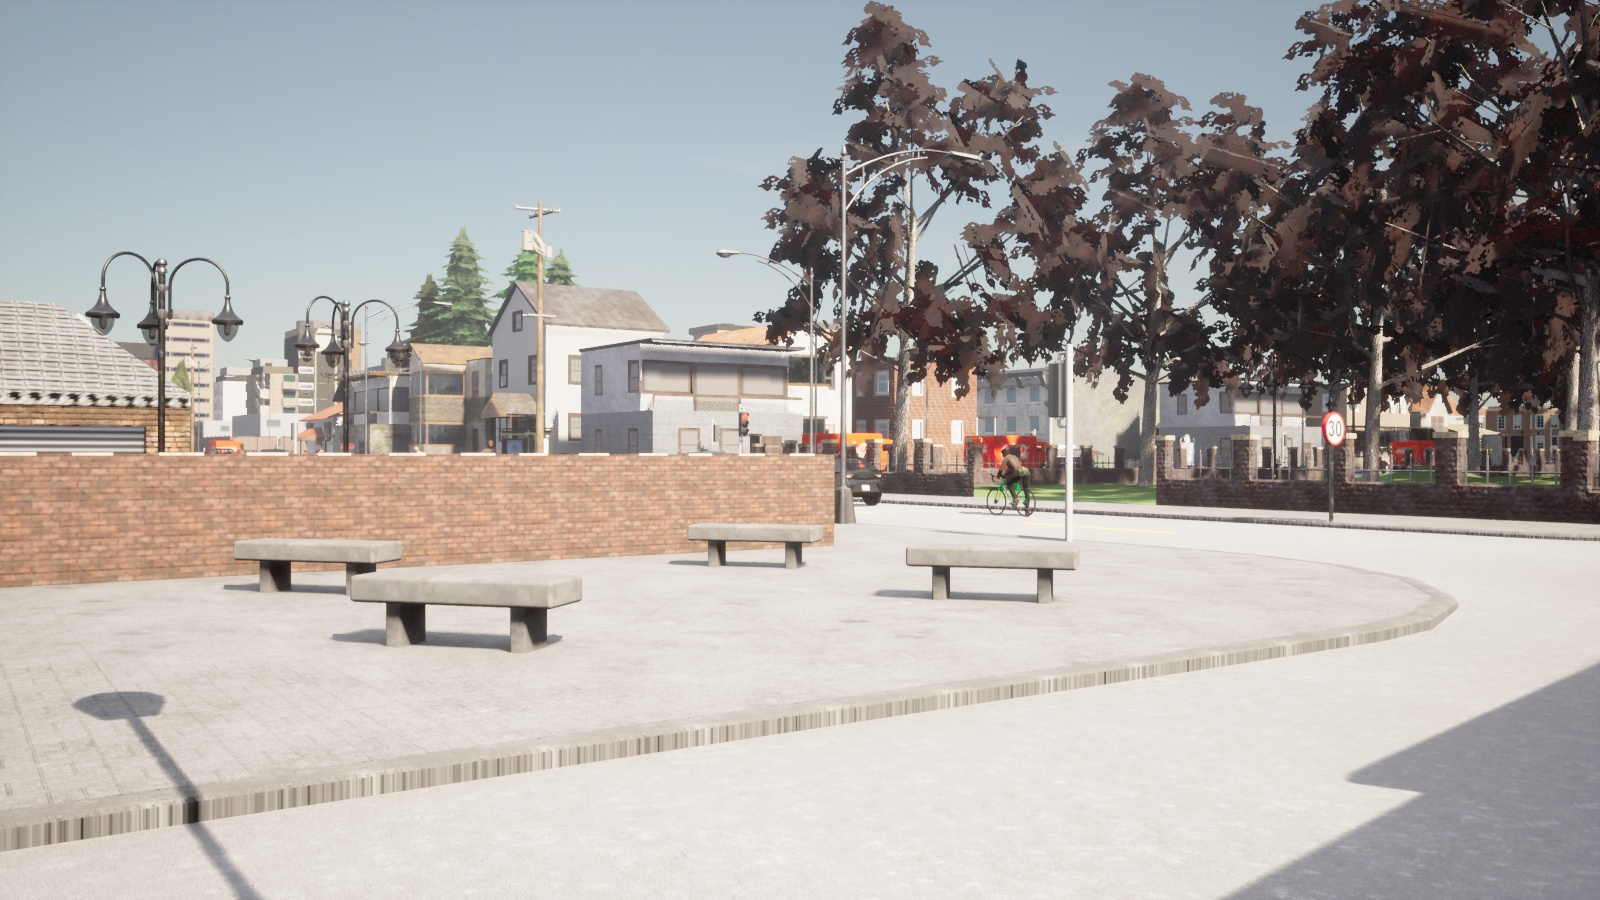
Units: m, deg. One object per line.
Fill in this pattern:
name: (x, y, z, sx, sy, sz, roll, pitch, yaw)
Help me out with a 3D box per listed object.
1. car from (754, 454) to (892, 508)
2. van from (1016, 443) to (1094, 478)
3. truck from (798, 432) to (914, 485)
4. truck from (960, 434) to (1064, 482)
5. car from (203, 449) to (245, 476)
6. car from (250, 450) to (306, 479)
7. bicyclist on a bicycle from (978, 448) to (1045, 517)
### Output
car: (0.603, 0.846, 36.427, 1.816, 1.474, 4.193, 0, 0, -36)
van: (15.226, 0.619, 74.875, 4.480, 2.038, 2.069, 0, 0, -35)
truck: (2.738, 0.402, 61.153, 5.204, 2.467, 2.627, 0, 0, -39)
truck: (11.362, 0.398, 67.218, 5.204, 2.467, 2.627, 0, 0, -38)
car: (-40.874, 0.866, 89.074, 1.932, 1.855, 4.605, 0, 0, -35)
car: (-31.357, 0.840, 75.362, 2.242, 1.667, 4.611, 0, 0, -35)
bicyclist on a bicycle: (5.038, 0.760, 30.000, 0.582, 1.620, 1.656, 0, 0, -35)
